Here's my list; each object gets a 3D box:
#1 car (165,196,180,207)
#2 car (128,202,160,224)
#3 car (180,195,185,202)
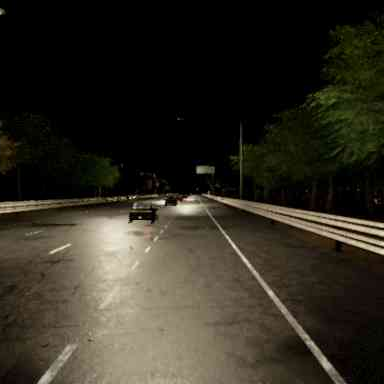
[{"bbox_3d":[-3.339,1.583,54.384,1.837,1.490,4.892,0,0,0],"label":"car"},{"bbox_3d":[-3.467,1.516,24.666,2.128,1.511,4.902,0,0,0],"label":"car"},{"bbox_3d":[-3.157,1.647,79.564,1.812,1.442,4.674,0,0,1],"label":"car"}]
